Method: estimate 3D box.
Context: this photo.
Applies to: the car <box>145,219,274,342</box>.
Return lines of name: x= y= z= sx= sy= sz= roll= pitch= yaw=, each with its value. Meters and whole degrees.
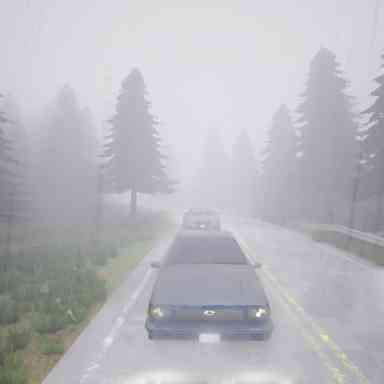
car: x=0.286 y=1.558 z=7.088 sx=2.033 sy=1.411 sz=5.357 roll=0 pitch=0 yaw=1

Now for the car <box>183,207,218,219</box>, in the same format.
car: x=0.481 y=1.584 z=19.172 sx=1.994 sy=1.385 sz=4.181 roll=0 pitch=0 yaw=-2
